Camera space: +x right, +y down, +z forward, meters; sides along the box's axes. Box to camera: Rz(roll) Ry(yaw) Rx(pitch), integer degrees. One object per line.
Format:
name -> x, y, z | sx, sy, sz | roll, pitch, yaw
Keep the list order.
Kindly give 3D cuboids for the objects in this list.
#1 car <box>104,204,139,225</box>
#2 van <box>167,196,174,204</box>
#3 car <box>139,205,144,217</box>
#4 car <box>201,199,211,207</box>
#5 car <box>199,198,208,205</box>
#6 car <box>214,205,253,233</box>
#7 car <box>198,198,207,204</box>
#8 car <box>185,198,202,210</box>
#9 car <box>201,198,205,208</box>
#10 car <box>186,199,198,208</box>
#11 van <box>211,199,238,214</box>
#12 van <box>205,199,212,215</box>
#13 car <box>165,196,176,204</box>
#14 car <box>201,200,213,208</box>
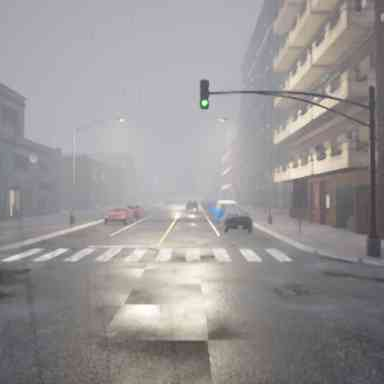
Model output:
car -> -5.675, 1.818, 26.319 | 1.802, 1.307, 4.206 | 1, 0, 0
van -> -5.660, 2.073, 87.702 | 1.690, 1.788, 3.998 | 1, 0, 0
car -> -5.673, 1.830, 31.900 | 1.887, 1.381, 4.507 | 1, 0, 0
car -> 2.712, 2.128, 65.418 | 1.947, 1.339, 4.313 | 1, 0, 0
car -> 2.715, 2.192, 76.580 | 1.887, 1.381, 4.507 | 1, 0, 0
car -> 2.706, 1.739, 20.774 | 2.008, 1.369, 4.403 | 1, 0, 0
car -> 2.716, 2.283, 87.741 | 2.008, 1.369, 4.403 | 1, 0, 0
car -> 0.008, 1.932, 50.259 | 2.128, 1.511, 4.902 | 0, 0, 0
car -> 2.710, 1.954, 48.846 | 1.752, 1.417, 4.829 | 1, 0, 0
car -> 0.008, 2.016, 60.681 | 2.128, 1.511, 4.902 | 0, 0, 0
van -> 2.709, 1.578, 26.355 | 1.690, 1.788, 3.998 | 1, 0, 0
van -> 2.711, 1.674, 37.518 | 1.690, 1.788, 3.998 | 1, 0, 0
car -> -5.665, 2.256, 82.120 | 1.947, 1.339, 4.313 | 1, 0, 0
car -> 2.711, 2.084, 59.838 | 1.947, 1.339, 4.313 | 1, 0, 0
